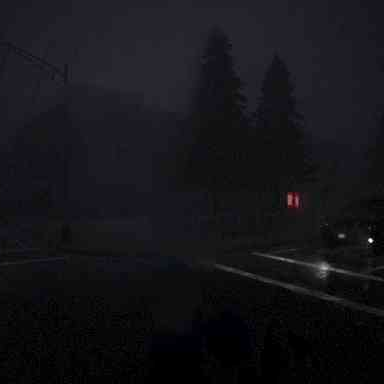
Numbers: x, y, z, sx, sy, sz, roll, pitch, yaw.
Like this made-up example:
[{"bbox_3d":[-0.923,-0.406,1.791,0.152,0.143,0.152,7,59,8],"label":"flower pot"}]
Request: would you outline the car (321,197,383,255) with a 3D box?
[{"bbox_3d":[7.665,1.248,13.763,5.566,2.045,2.150,0,0,-37],"label":"car"}]
